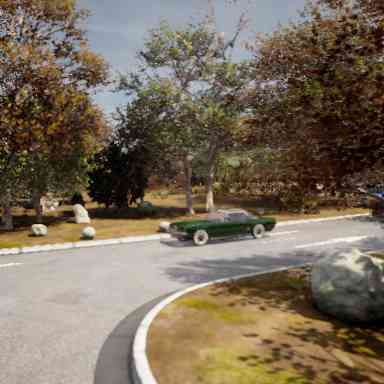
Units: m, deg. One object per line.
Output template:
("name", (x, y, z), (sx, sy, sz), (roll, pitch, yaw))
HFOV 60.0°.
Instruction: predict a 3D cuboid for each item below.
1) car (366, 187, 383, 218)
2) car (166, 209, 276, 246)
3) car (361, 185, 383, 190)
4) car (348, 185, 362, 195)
("car", (13.460, 0.675, 21.097), (4.553, 1.767, 2.097), (-3, 0, -30))
("car", (1.283, 1.449, 14.552), (4.718, 1.301, 1.895), (-2, 0, -28))
("car", (21.620, 0.051, 37.042), (1.994, 1.385, 4.181), (-1, 3, -22))
("car", (22.321, -0.213, 43.107), (1.994, 1.385, 4.181), (-1, 2, -26))
